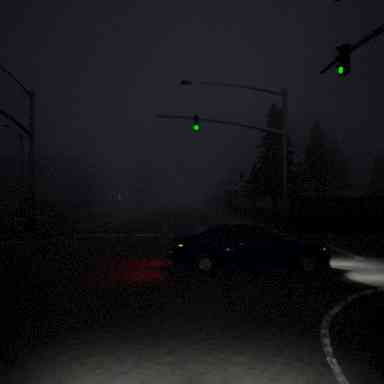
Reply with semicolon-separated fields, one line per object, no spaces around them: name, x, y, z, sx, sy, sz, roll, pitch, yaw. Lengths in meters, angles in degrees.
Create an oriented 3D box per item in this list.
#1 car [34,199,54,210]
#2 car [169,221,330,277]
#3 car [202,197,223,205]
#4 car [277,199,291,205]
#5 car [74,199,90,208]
car;-20.500;1.740;45.428;1.970;1.475;3.806;0;0;0
car;1.657;1.604;9.965;4.674;1.442;1.812;0;0;1
car;4.409;1.892;70.505;4.553;1.767;2.097;0;0;22
car;19.950;2.055;69.824;4.674;1.442;1.812;0;0;1
car;-17.446;1.787;52.818;1.845;1.501;3.633;0;0;0
